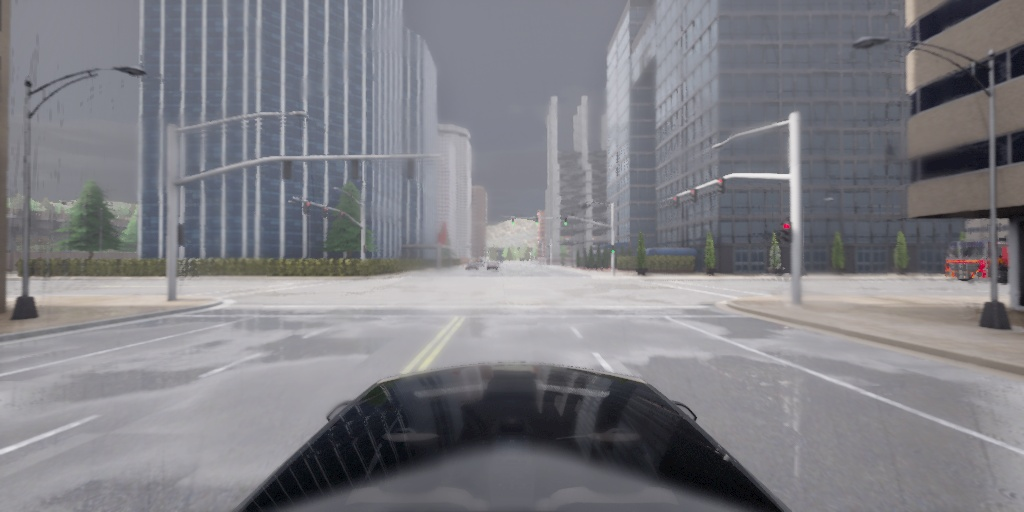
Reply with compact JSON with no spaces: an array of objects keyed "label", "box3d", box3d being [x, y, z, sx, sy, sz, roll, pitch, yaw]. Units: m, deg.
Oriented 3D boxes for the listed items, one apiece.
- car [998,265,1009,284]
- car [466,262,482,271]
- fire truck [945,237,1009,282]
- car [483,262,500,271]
[{"label":"car","box3d":[40.826,1.593,27.477,4.718,1.301,1.895,0,-1,1]},{"label":"car","box3d":[-7.036,1.891,63.834,1.994,1.385,4.181,0,-1,0]},{"label":"fire truck","box3d":[43.066,0.359,30.890,8.468,3.827,2.891,0,-1,1]},{"label":"car","box3d":[-3.536,1.807,63.825,1.882,1.535,5.008,0,0,0]}]
